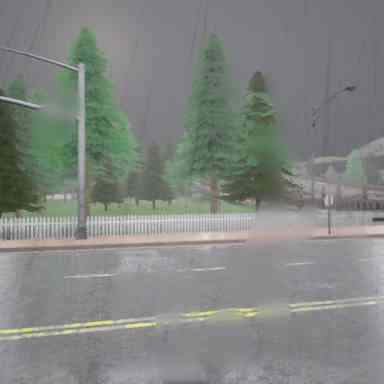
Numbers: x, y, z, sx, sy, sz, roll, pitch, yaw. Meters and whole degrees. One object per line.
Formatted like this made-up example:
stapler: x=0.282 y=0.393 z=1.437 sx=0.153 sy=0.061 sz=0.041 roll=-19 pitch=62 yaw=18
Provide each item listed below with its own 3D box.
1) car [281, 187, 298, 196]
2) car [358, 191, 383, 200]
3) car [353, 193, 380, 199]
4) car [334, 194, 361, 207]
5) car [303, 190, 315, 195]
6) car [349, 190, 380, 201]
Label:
car: x=18.278 y=-0.202 z=64.143 sx=1.882 sy=1.535 sz=5.008 roll=0 pitch=7 yaw=-15
car: x=25.999 y=1.054 z=49.136 sx=2.097 sy=1.767 sz=4.553 roll=0 pitch=3 yaw=-15
car: x=23.077 y=1.271 z=46.570 sx=2.128 sy=1.511 sz=4.902 roll=0 pitch=2 yaw=-16
car: x=19.867 y=1.296 z=45.036 sx=2.128 sy=1.511 sz=4.902 roll=0 pitch=2 yaw=-16
car: x=21.848 y=-0.076 z=64.430 sx=1.812 sy=1.442 sz=4.674 roll=0 pitch=6 yaw=-15
car: x=30.664 y=0.630 z=59.229 sx=2.128 sy=1.511 sz=4.902 roll=0 pitch=5 yaw=-15
